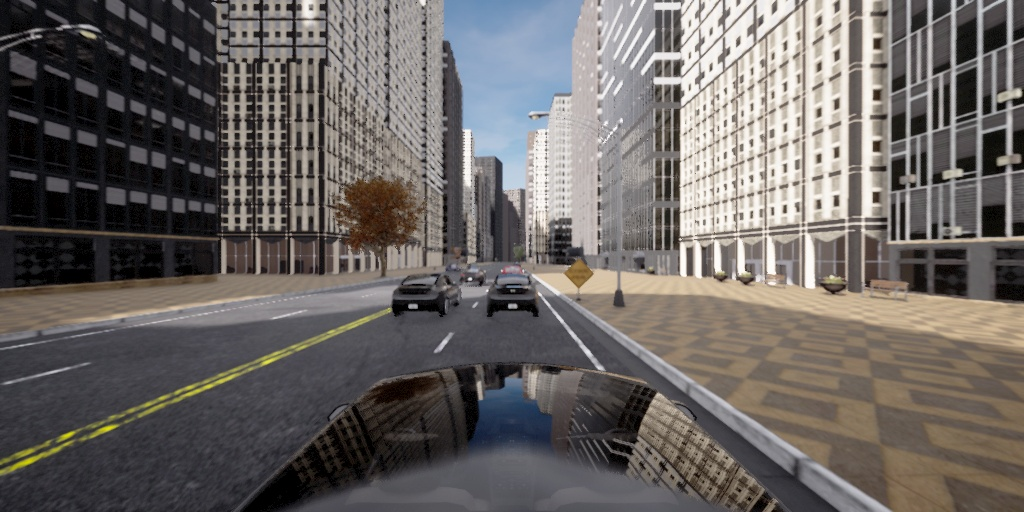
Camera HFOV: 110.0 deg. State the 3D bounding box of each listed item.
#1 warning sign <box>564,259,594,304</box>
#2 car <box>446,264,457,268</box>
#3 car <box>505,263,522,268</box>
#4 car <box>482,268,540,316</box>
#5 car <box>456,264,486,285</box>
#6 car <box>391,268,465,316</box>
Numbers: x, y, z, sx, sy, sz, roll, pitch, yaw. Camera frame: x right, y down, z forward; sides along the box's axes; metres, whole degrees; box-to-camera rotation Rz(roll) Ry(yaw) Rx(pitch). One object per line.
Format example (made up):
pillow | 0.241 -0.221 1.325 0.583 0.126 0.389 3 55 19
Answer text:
warning sign | 2.848 1.037 15.368 1.300 1.860 1.060 0 0 0
car | -9.812 1.997 59.231 1.812 1.442 4.674 0 -1 0
car | 0.051 1.586 30.316 1.882 1.535 5.008 0 0 0
car | 0.044 1.412 14.114 1.837 1.490 4.892 0 0 0
car | -3.201 1.628 29.825 1.812 1.442 4.674 0 0 0
car | -3.206 1.412 14.107 1.837 1.490 4.892 0 0 0
